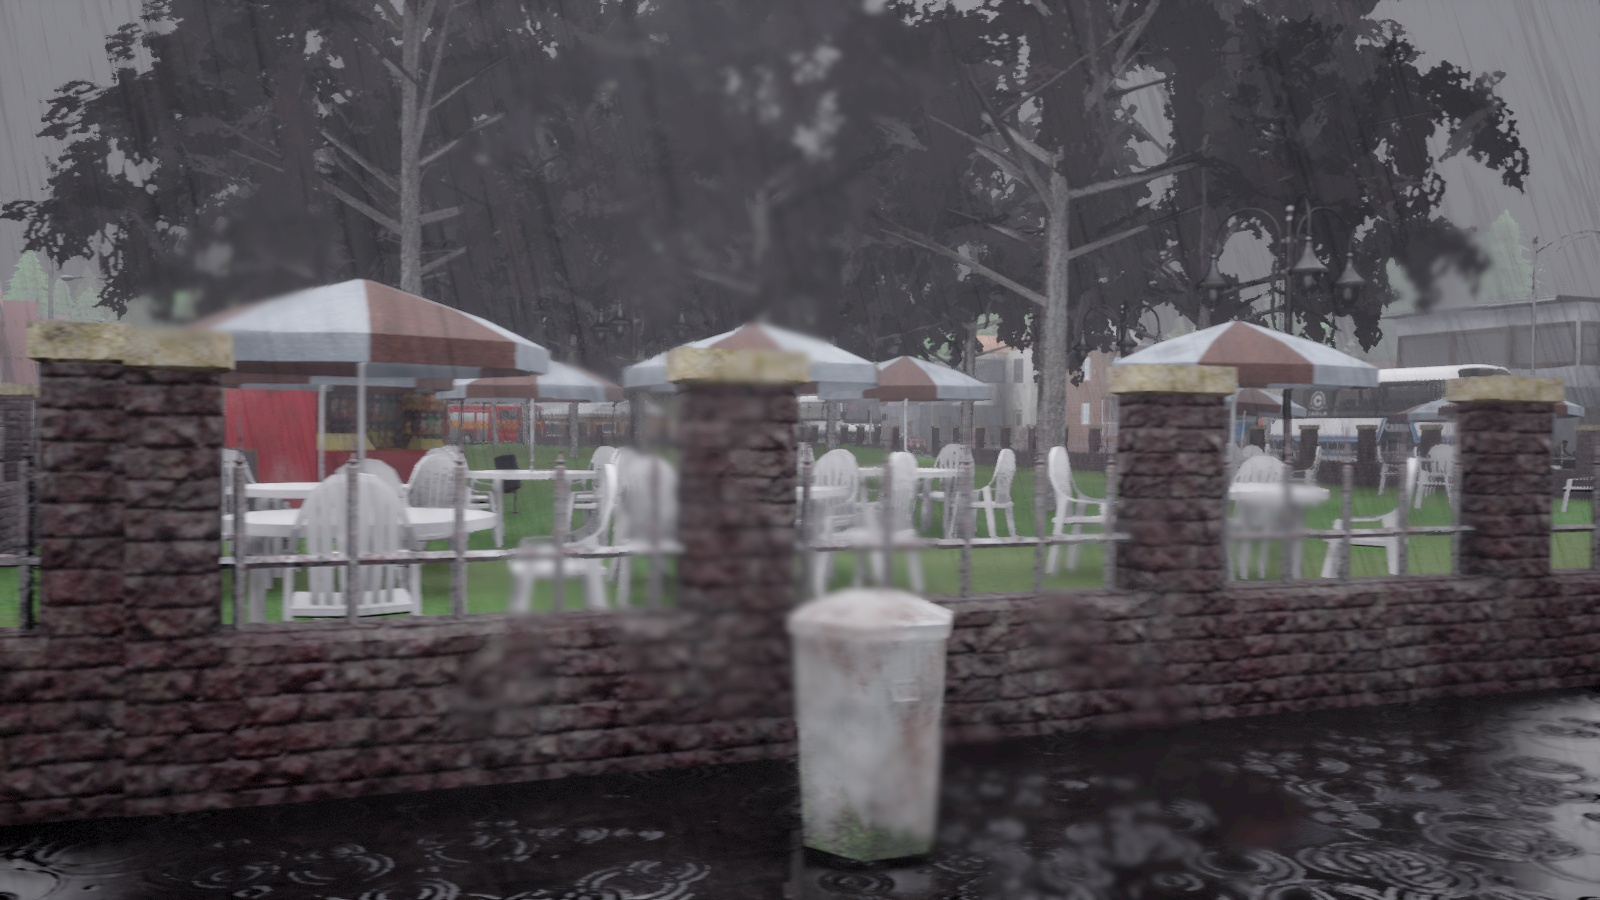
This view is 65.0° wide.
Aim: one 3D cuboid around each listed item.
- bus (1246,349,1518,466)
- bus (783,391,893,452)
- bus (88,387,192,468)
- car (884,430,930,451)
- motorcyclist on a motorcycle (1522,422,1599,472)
[{"bbox_3d":[23.340,-1.625,51.279,3.944,4.253,10.273,-1,1,-20],"label":"bus"},{"bbox_3d":[2.645,-2.043,93.095,3.944,4.253,10.273,-1,1,-24],"label":"bus"},{"bbox_3d":[-37.172,-1.268,71.137,3.944,4.253,10.273,-1,1,-21],"label":"bus"},{"bbox_3d":[7.762,-0.683,91.411,1.816,1.474,4.193,-1,1,-18],"label":"car"},{"bbox_3d":[23.748,-0.082,39.210,0.797,1.523,2.044,-1,0,-21],"label":"motorcyclist on a motorcycle"}]
